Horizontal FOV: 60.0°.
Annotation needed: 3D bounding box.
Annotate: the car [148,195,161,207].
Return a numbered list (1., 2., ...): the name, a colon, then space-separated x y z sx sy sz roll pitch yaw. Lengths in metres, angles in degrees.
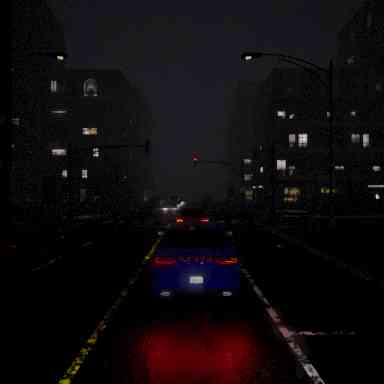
1. car: -5.772 1.580 51.858 1.947 1.339 4.313 0 0 0

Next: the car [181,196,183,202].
1. car: -3.171 1.370 58.896 2.097 1.767 4.553 0 0 0

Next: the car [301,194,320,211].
1. car: 14.727 1.205 35.637 4.892 1.490 1.837 -1 0 -1

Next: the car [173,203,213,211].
1. car: 0.070 1.526 17.973 1.812 1.442 4.674 0 0 1

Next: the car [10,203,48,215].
1. car: -16.314 1.772 32.124 4.902 1.511 2.128 -1 0 -1

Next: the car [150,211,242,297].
1. car: 0.090 1.477 8.632 1.882 1.535 5.008 0 0 0

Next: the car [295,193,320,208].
1. car: 14.499 1.015 38.206 5.009 1.841 2.192 -1 1 -1

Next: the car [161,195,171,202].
1. car: -5.809 1.470 74.588 1.967 1.590 4.097 0 0 0

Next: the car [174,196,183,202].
1. car: -3.126 1.621 78.559 1.895 1.301 4.718 0 0 0

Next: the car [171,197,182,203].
1. car: -3.119 1.625 68.221 1.895 1.301 4.718 0 0 0

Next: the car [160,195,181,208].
1. car: -3.158 1.560 49.230 2.033 1.411 5.357 0 0 -1

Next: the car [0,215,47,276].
1. car: -5.756 1.582 9.834 1.802 1.307 4.206 0 0 0

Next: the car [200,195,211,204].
1. car: 2.590 1.461 63.238 1.967 1.590 4.097 0 0 0

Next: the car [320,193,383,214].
1. car: 14.647 1.029 29.828 5.009 1.841 2.192 -1 1 -1

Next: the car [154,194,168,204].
1. car: -5.791 1.336 63.223 2.192 1.841 5.009 0 0 0

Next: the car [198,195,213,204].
1. car: 2.598 1.458 57.556 1.967 1.590 4.097 0 0 0

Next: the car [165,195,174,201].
1. car: -5.827 1.480 85.953 1.967 1.590 4.097 0 0 0
